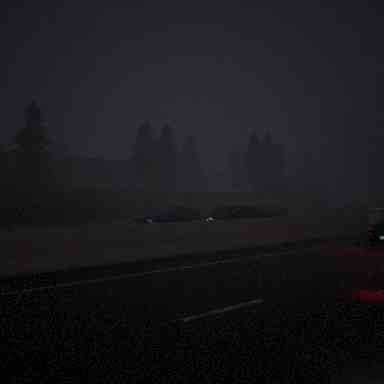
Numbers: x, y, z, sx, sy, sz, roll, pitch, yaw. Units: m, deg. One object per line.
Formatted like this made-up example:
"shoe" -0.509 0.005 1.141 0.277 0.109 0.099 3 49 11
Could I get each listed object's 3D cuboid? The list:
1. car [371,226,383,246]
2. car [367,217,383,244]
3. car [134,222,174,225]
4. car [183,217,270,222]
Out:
"car" 7.245 1.657 8.919 5.357 1.411 2.033 1 0 -35
"car" 9.682 1.690 14.952 4.674 1.442 1.812 1 0 -35
"car" -1.122 1.586 20.392 5.008 1.535 1.882 1 0 -36
"car" 1.909 1.473 18.265 4.553 1.767 2.097 1 0 -36
